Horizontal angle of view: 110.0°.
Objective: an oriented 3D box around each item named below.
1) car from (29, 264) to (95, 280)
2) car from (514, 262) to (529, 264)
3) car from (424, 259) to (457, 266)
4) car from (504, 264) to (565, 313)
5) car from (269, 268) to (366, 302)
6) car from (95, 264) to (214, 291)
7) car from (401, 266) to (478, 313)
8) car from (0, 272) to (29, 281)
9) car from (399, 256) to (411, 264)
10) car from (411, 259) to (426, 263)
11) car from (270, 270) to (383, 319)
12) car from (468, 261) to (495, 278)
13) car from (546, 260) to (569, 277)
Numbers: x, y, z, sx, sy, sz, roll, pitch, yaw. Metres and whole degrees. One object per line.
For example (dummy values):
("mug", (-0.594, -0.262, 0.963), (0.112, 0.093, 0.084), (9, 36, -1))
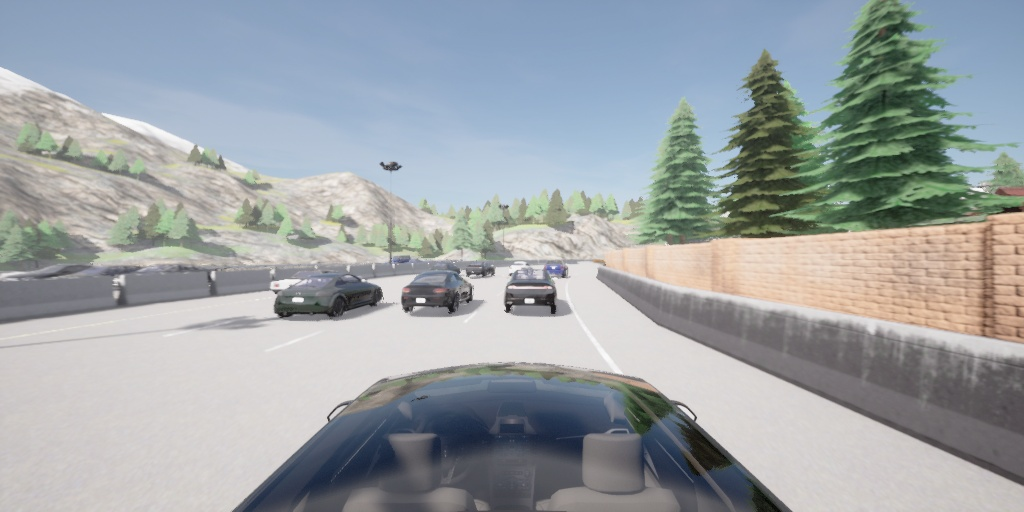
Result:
("car", (-23.336, 1.241, 20.954), (2.033, 1.411, 5.357), (0, 0, 7))
("car", (0.947, 1.295, 36.105), (1.812, 1.442, 4.674), (0, 0, 14))
("car", (-6.517, 1.312, 34.848), (1.994, 1.385, 4.181), (0, 0, 12))
("car", (0.788, 1.250, 14.088), (2.128, 1.511, 4.902), (0, 0, 5))
("car", (-9.404, 1.332, 17.858), (1.895, 1.301, 4.718), (0, 0, 6))
("car", (-19.815, 1.195, 20.597), (2.128, 1.511, 4.902), (0, 0, 7))
("car", (-2.746, 1.274, 13.867), (1.812, 1.442, 4.674), (0, 0, 5))
("car", (-26.758, 1.211, 21.496), (1.812, 1.442, 4.674), (0, 0, 7))
("car", (-16.839, 1.258, 61.791), (1.812, 1.442, 4.674), (0, 0, 21))
("car", (-13.916, 1.287, 59.671), (2.033, 1.411, 5.357), (0, 0, 21))
("car", (-6.331, 1.302, 12.868), (1.994, 1.385, 4.181), (0, 0, 5))
("car", (-2.980, 1.249, 34.640), (2.128, 1.511, 4.902), (0, 0, 12))
("car", (4.353, 1.131, 35.203), (2.097, 1.767, 4.553), (0, 0, 14))
